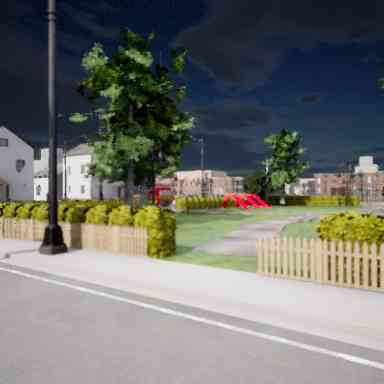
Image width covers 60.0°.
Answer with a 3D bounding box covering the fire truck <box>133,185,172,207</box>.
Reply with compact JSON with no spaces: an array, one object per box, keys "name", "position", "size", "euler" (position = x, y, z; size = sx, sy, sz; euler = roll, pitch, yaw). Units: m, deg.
[{"name":"fire truck","position":[-7.011,0.683,55.348],"size":[2.891,3.827,8.468],"euler":[-1,0,35]}]
